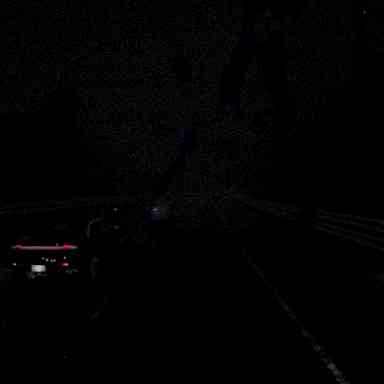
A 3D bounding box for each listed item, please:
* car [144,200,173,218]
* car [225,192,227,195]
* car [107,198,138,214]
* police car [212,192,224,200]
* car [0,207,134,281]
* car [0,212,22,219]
[{"bbox_3d":[-2.715,1.366,27.724,1.994,1.385,4.181,0,0,3],"label":"car"},{"bbox_3d":[7.572,1.011,89.085,1.812,1.442,4.674,0,0,8],"label":"car"},{"bbox_3d":[-6.128,1.265,29.693,1.882,1.535,5.008,0,0,3],"label":"car"},{"bbox_3d":[5.515,0.979,73.577,1.930,1.638,5.238,0,0,7],"label":"police car"},{"bbox_3d":[-3.285,1.420,9.627,2.128,1.511,4.902,0,0,1],"label":"car"},{"bbox_3d":[-6.749,1.438,11.696,1.812,1.442,4.674,0,0,1],"label":"car"}]
